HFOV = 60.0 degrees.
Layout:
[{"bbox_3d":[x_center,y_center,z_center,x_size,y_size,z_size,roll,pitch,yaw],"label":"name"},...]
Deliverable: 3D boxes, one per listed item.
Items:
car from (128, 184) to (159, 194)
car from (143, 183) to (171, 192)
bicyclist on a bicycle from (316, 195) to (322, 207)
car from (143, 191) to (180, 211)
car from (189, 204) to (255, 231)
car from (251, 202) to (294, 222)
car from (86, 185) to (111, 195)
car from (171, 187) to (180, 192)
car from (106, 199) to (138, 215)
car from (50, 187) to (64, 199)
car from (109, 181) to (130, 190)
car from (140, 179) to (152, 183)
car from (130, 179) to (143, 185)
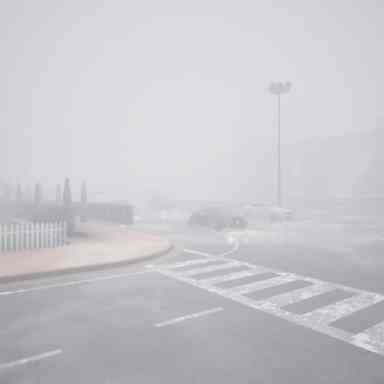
[{"bbox_3d":[-8.555,0.058,57.926,2.033,1.411,5.357,0,6,-37],"label":"car"},{"bbox_3d":[-6.586,-0.187,61.302,1.882,1.535,5.008,0,7,-37],"label":"car"},{"bbox_3d":[18.061,1.291,47.375,1.656,1.620,0.582,0,0,-37],"label":"bicyclist on a bicycle"},{"bbox_3d":[-3.638,1.181,39.615,2.097,1.767,4.553,0,2,-36],"label":"car"},{"bbox_3d":[1.544,1.564,20.732,1.994,1.385,4.181,0,0,-34],"label":"car"},{"bbox_3d":[5.994,1.522,26.920,1.812,1.442,4.674,0,0,-37],"label":"car"},{"bbox_3d":[-16.333,-0.372,56.609,2.033,1.411,5.357,0,7,-37],"label":"car"},{"bbox_3d":[-4.196,-0.267,63.943,1.882,1.535,5.008,0,7,-37],"label":"car"},{"bbox_3d":[-7.012,1.444,32.472,1.837,1.490,4.892,0,1,-37],"label":"car"},{"bbox_3d":[-19.704,0.035,49.380,1.837,1.490,4.892,0,6,-36],"label":"car"},{"bbox_3d":[-14.818,-1.300,66.259,1.882,1.535,5.008,0,7,-37],"label":"car"},{"bbox_3d":[-10.504,-1.827,72.186,2.150,2.045,5.566,0,7,-37],"label":"car"},{"bbox_3d":[-12.828,-1.487,69.603,1.882,1.535,5.008,0,7,-37],"label":"car"}]
